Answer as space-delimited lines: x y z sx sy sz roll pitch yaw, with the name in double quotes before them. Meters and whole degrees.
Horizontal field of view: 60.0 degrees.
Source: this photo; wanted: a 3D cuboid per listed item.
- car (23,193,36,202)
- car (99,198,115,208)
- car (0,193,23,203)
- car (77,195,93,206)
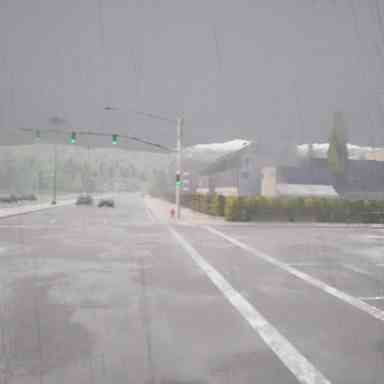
"car" -29.000 0.953 58.698 1.994 1.385 4.181 1 0 -9
"car" -11.401 1.409 44.843 1.895 1.301 4.718 1 0 -10
"car" -27.572 0.935 49.852 1.812 1.442 4.674 1 0 -9
"car" -15.565 1.202 48.540 2.128 1.511 4.902 1 0 -9
